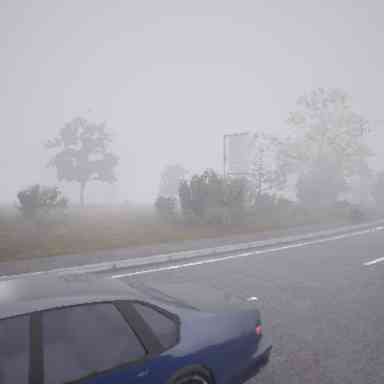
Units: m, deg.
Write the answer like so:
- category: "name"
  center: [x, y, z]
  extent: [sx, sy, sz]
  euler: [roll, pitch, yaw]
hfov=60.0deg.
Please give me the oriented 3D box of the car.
- category: "car"
  center: [-1.642, 1.557, 2.887]
  extent: [5.357, 1.411, 2.033]
  euler: [0, 0, -36]
